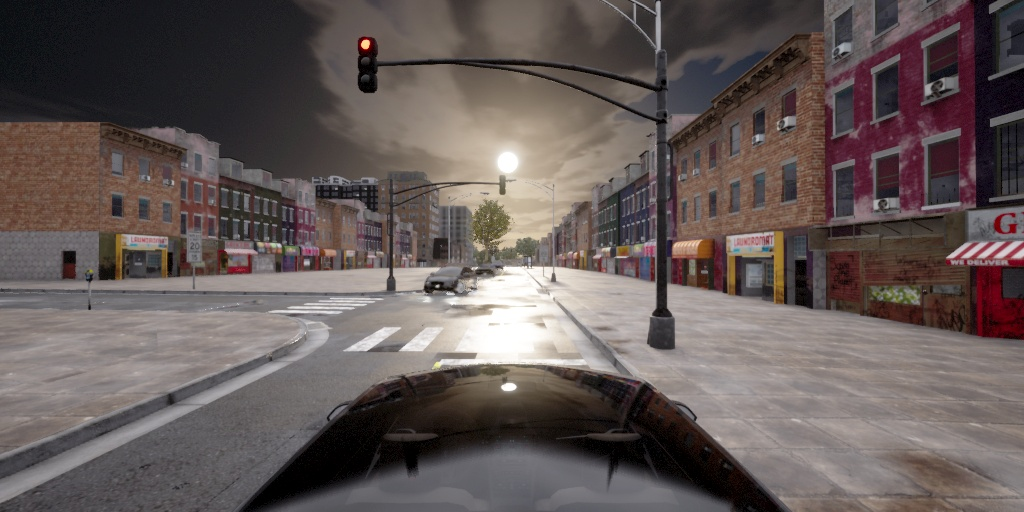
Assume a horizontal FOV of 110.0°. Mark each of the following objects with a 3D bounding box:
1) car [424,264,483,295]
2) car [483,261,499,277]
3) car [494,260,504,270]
[{"bbox_3d":[-3.339,1.303,20.541,1.837,1.490,4.892,1,0,11],"label":"car"},{"bbox_3d":[-2.702,1.508,38.115,1.895,1.301,4.718,0,0,0],"label":"car"},{"bbox_3d":[-2.516,1.474,61.382,2.097,1.767,4.553,0,-1,0],"label":"car"}]
